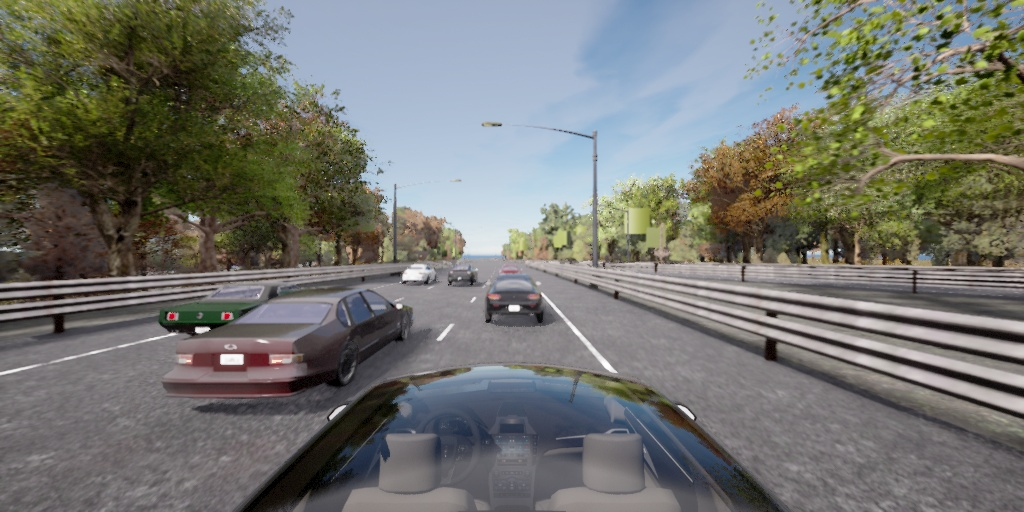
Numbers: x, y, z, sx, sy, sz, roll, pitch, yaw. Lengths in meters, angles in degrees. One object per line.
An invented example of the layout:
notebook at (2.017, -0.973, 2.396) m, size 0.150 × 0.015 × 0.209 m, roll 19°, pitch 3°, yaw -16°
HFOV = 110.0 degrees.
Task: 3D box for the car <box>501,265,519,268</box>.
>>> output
car at (-0.133, 1.395, 27.980) m, size 1.812 × 1.442 × 4.674 m, roll 0°, pitch 0°, yaw -1°

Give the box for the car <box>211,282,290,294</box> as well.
car at (-6.936, 1.388, 10.254) m, size 1.895 × 1.301 × 4.718 m, roll 0°, pitch 0°, yaw 0°

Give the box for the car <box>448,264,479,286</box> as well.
car at (-3.616, 1.357, 26.888) m, size 2.128 × 1.511 × 4.902 m, roll 0°, pitch 0°, yaw -1°

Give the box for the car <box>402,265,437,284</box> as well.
car at (-7.132, 1.398, 27.888) m, size 1.812 × 1.442 × 4.674 m, roll 0°, pitch 0°, yaw -1°

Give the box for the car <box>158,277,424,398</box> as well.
car at (-3.427, 1.320, 6.897) m, size 2.033 × 1.411 × 5.357 m, roll 0°, pitch 0°, yaw 0°

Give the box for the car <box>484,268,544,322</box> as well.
car at (0.051, 1.320, 12.433) m, size 1.812 × 1.442 × 4.674 m, roll 0°, pitch 0°, yaw 0°
